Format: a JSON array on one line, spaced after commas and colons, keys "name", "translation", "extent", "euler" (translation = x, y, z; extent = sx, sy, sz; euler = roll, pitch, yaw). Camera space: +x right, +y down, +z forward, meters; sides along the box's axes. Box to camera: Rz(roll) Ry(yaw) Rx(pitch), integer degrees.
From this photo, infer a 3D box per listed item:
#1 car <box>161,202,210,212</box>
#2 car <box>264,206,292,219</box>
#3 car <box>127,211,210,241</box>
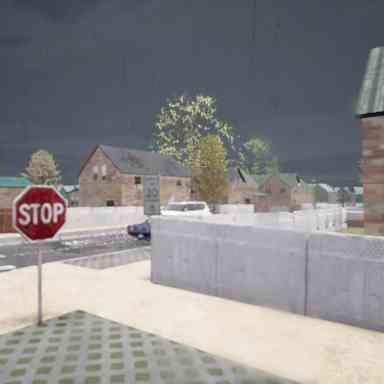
[{"name": "car", "translation": [-0.818, 1.698, 23.534], "extent": [2.150, 2.045, 5.566], "euler": [-1, -2, 36]}, {"name": "car", "translation": [10.012, 2.377, 38.652], "extent": [1.882, 1.535, 5.008], "euler": [-1, -2, 36]}, {"name": "car", "translation": [-1.188, 1.930, 18.140], "extent": [1.895, 1.301, 4.718], "euler": [-1, -2, 37]}]
